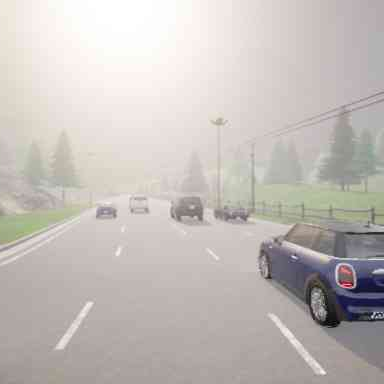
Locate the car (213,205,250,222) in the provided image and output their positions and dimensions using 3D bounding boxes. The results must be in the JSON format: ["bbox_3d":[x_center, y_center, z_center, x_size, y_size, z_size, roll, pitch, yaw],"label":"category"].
[{"bbox_3d":[3.206,1.761,28.295,1.895,1.301,4.718,0,0,-11],"label":"car"}]

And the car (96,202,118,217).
[{"bbox_3d":[-8.460,1.719,33.154,1.812,1.442,4.674,0,0,-11],"label":"car"}]

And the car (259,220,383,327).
[{"bbox_3d":[3.026,1.394,7.352,2.097,1.767,4.553,0,0,-5],"label":"car"}]

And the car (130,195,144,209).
[{"bbox_3d":[-8.778,1.527,52.786,2.150,2.045,5.566,0,0,-11],"label":"car"}]

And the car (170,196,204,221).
[{"bbox_3d":[-0.523,1.389,29.119,2.150,2.045,5.566,0,0,-11],"label":"car"}]

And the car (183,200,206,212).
[{"bbox_3d":[0.260,1.794,43.184,2.033,1.411,5.357,0,0,-11],"label":"car"}]

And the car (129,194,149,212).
[{"bbox_3d":[-6.691,1.466,42.261,2.150,2.045,5.566,0,0,-11],"label":"car"}]
